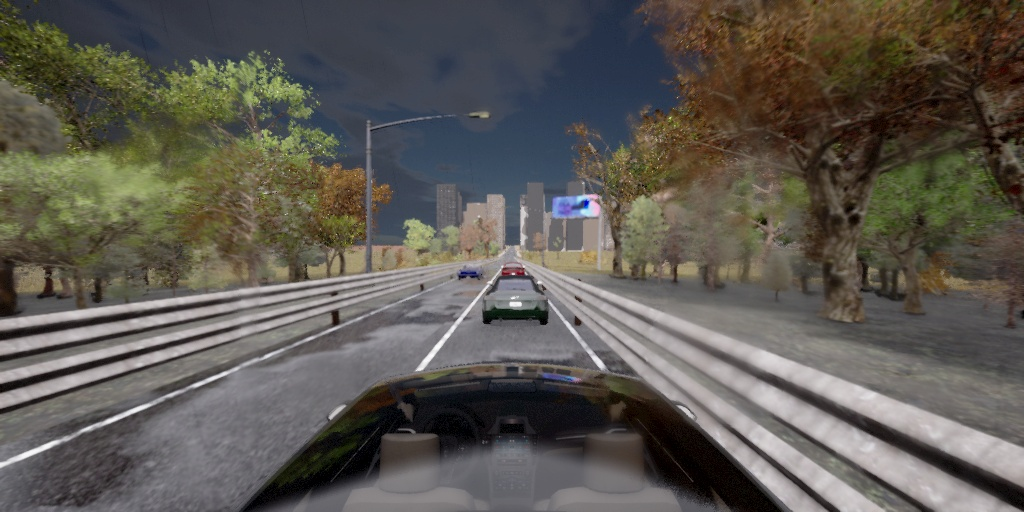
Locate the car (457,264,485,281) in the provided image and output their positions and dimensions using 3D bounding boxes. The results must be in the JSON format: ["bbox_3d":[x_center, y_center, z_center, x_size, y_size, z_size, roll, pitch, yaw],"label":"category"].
[{"bbox_3d":[-3.356,1.350,29.751,1.895,1.301,4.718,0,0,0],"label":"car"}]

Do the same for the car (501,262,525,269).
[{"bbox_3d":[0.091,1.226,30.259,1.882,1.535,5.008,0,0,0],"label":"car"}]

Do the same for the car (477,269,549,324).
[{"bbox_3d":[0.101,1.313,12.008,1.994,1.385,4.181,0,0,0],"label":"car"}]
